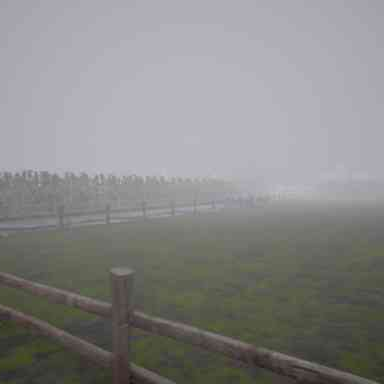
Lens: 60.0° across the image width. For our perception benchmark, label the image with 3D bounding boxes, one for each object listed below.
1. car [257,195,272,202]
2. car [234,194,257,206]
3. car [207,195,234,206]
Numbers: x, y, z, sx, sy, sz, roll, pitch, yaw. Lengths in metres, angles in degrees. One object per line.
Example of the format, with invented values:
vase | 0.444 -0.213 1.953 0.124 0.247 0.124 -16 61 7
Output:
car | 12.352 1.151 57.564 1.895 1.301 4.718 0 1 29
car | 7.234 1.014 48.410 2.097 1.767 4.553 0 1 31
car | 3.963 1.275 48.470 1.895 1.301 4.718 0 1 31
